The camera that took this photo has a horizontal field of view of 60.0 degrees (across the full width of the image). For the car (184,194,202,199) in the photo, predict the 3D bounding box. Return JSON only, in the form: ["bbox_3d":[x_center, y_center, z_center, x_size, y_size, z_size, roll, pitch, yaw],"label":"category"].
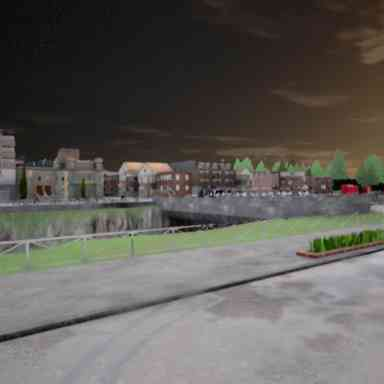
[{"bbox_3d":[0.129,1.117,64.305,1.812,1.442,4.674,-1,0,-36],"label":"car"}]
